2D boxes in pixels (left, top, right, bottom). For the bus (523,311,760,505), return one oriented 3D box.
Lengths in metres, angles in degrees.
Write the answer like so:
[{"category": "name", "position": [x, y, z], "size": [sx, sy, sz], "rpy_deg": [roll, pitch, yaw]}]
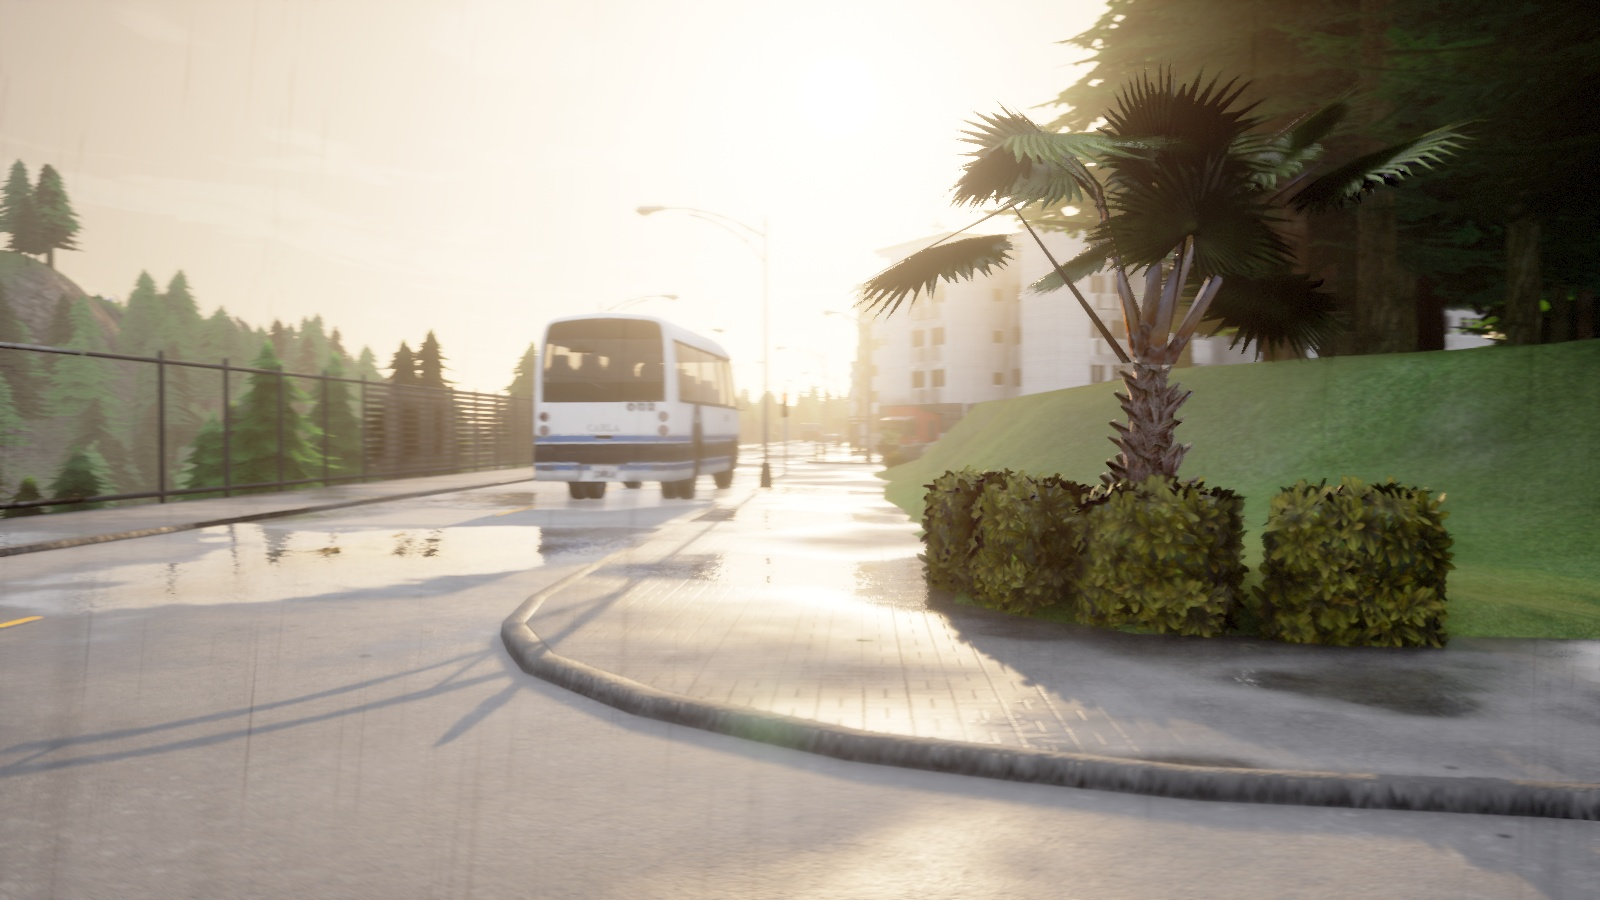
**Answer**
[{"category": "bus", "position": [-3.687, -0.999, 32.915], "size": [3.944, 4.253, 10.273], "rpy_deg": [0, 1, 6]}]
